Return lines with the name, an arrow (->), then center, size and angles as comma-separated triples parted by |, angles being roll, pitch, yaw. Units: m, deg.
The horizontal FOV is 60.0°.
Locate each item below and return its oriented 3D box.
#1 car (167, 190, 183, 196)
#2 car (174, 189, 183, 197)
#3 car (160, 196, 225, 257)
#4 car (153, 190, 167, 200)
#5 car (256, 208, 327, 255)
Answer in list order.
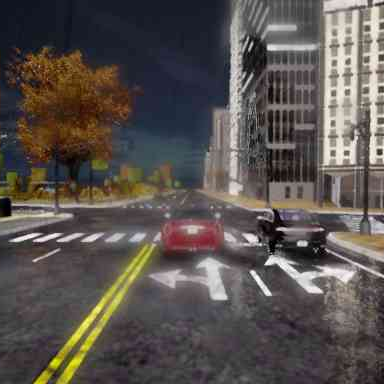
car -> -3.253, 0.838, 65.875 | 2.128, 1.511, 4.902 | 0, 1, 0
car -> -3.241, 0.275, 81.164 | 2.097, 1.767, 4.553 | 0, 1, 0
car -> 0.031, 1.217, 12.501 | 2.097, 1.767, 4.553 | 0, 1, 0
car -> -6.497, 0.883, 65.839 | 2.033, 1.411, 5.357 | 0, 1, 0
car -> 3.591, 1.355, 12.628 | 2.128, 1.511, 4.902 | 0, 1, 5
